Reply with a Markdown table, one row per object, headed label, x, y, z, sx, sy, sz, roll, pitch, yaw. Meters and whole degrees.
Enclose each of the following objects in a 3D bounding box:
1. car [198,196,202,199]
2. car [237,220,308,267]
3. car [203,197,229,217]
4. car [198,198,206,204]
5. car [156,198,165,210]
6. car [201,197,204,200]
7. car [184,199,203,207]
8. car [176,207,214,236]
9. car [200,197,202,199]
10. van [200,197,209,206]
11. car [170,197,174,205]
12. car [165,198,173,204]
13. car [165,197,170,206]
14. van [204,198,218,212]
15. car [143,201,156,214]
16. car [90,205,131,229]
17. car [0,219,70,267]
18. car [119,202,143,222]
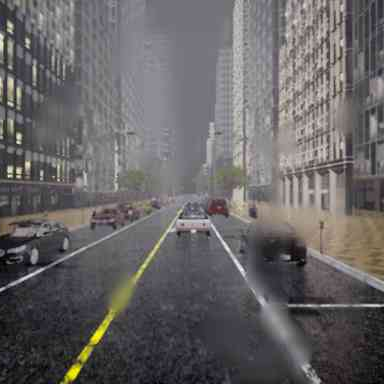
| label | x | y | z | sx | sy | sz | roll | pitch | yaw |
| --- | --- | --- | --- | --- | --- | --- | --- | --- | --- |
| car | 2.610 | 1.990 | 62.848 | 1.967 | 1.590 | 4.097 | -1 | 0 | 0 |
| car | 2.670 | 1.655 | 11.695 | 2.008 | 1.369 | 4.403 | -1 | -1 | 0 |
| car | 2.641 | 1.618 | 34.432 | 2.192 | 1.841 | 5.009 | -1 | 0 | 0 |
| car | 2.586 | 2.295 | 85.581 | 2.008 | 1.369 | 4.403 | -1 | 0 | 0 |
| car | -5.756 | 2.018 | 51.470 | 1.947 | 1.339 | 4.313 | -1 | 0 | 0 |
| car | 2.635 | 1.668 | 40.116 | 2.192 | 1.841 | 5.009 | -1 | 0 | 0 |
| car | 0.056 | 1.882 | 38.031 | 2.033 | 1.411 | 5.357 | 0 | -1 | 0 |
| car | 0.078 | 1.775 | 19.650 | 1.895 | 1.301 | 4.718 | 0 | -1 | 0 |
| car | 2.624 | 1.892 | 51.481 | 1.967 | 1.590 | 4.097 | -1 | 0 | 0 |
| van | 2.603 | 1.940 | 68.532 | 1.690 | 1.788 | 3.998 | -1 | 0 | 0 |
| car | -5.783 | 2.088 | 74.205 | 1.967 | 1.590 | 4.097 | -1 | 0 | 0 |
| car | -5.795 | 2.327 | 85.571 | 1.802 | 1.307 | 4.206 | -1 | 0 | 0 |
| car | -5.769 | 2.101 | 62.837 | 2.008 | 1.369 | 4.403 | -1 | 0 | 0 |
| van | 2.629 | 1.744 | 45.798 | 1.690 | 1.788 | 3.998 | -1 | 0 | 0 |
| car | -5.743 | 1.877 | 39.934 | 1.752 | 1.417 | 4.829 | -1 | 0 | 0 |
| car | -5.724 | 1.786 | 23.053 | 1.802 | 1.307 | 4.206 | -1 | -1 | 0 |
| car | -5.711 | 1.655 | 11.686 | 2.008 | 1.369 | 4.403 | -1 | -1 | 0 |
| car | -5.731 | 1.694 | 28.737 | 1.967 | 1.590 | 4.097 | -1 | -1 | 0 |
